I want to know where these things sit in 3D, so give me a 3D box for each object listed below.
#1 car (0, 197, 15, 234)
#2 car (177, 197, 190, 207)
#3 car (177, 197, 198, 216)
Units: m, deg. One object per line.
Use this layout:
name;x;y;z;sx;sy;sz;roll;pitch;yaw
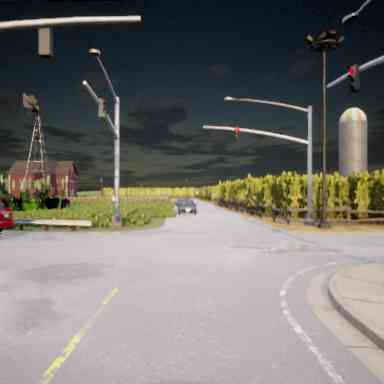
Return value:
car;-11.764;1.170;16.420;5.566;2.045;2.150;2;0;2
car;-1.395;1.570;53.380;1.994;1.385;4.181;0;0;-3
car;-0.487;1.506;33.376;2.128;1.511;4.902;0;0;-3
